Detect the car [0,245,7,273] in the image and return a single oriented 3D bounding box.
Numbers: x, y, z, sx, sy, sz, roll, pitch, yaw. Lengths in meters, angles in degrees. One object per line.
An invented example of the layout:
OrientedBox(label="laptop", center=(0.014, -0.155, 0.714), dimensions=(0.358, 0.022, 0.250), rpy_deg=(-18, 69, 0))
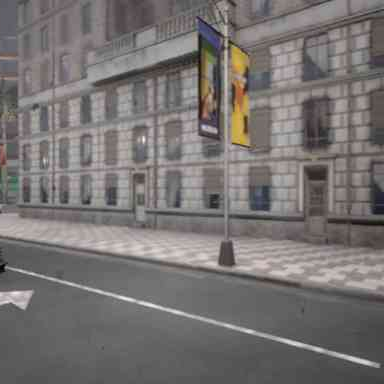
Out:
OrientedBox(label="car", center=(-7.048, 1.554, 8.922), dimensions=(5.357, 1.411, 2.033), rpy_deg=(0, 0, 36))
